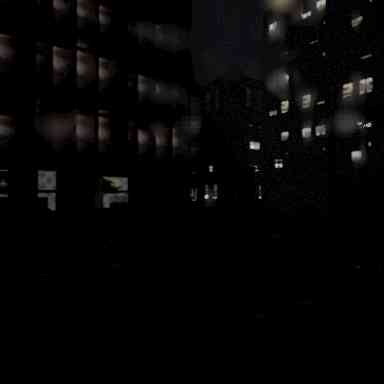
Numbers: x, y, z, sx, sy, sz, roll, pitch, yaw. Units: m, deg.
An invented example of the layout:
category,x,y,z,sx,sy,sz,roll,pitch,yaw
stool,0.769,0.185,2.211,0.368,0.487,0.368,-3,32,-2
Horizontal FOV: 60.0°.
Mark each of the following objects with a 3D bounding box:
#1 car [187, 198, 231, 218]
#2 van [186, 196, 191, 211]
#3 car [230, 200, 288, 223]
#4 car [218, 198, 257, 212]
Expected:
category,x,y,z,sx,sy,sz,roll,pitch,yaw
car,1.910,1.471,29.134,1.752,1.417,4.829,1,0,-36
van,-1.489,1.278,33.876,1.690,1.788,3.998,0,0,-36
car,5.111,1.538,24.670,1.802,1.307,4.206,1,0,-36
car,5.221,1.506,38.896,1.752,1.417,4.829,0,0,-36
